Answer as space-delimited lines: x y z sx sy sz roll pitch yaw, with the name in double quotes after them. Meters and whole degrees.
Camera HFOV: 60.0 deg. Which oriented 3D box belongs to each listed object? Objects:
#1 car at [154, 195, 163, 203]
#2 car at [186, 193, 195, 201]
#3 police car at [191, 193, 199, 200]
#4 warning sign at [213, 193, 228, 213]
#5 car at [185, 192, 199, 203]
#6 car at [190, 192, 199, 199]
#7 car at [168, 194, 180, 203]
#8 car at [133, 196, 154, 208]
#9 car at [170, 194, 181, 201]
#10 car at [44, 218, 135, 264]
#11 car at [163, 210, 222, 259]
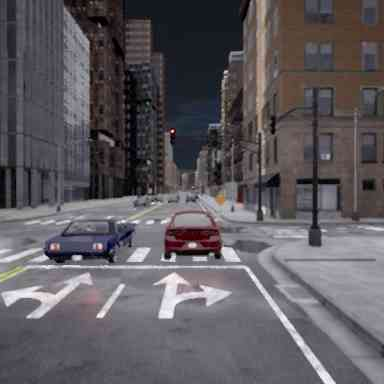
-6.728 1.347 64.708 1.994 1.385 4.181 0 0 0 "car"
-0.244 1.056 71.439 1.882 1.535 5.008 0 0 0 "car"
0.694 1.160 81.987 1.930 1.638 5.238 0 0 0 "police car"
2.745 1.003 31.878 1.300 1.860 1.060 0 0 0 "warning sign"
-0.161 1.298 61.033 1.837 1.490 4.892 0 0 0 "car"
0.661 0.935 91.906 2.150 2.045 5.566 0 0 0 "car"
-3.411 1.337 61.969 2.033 1.411 5.357 0 0 0 "car"
-6.742 1.347 45.187 1.837 1.490 4.892 0 0 0 "car"
-3.497 1.151 72.260 2.033 1.411 5.357 0 0 0 "car"
-3.230 1.555 11.600 1.895 1.301 4.718 0 0 0 "car"
0.025 1.416 12.481 1.882 1.535 5.008 0 1 0 "car"
